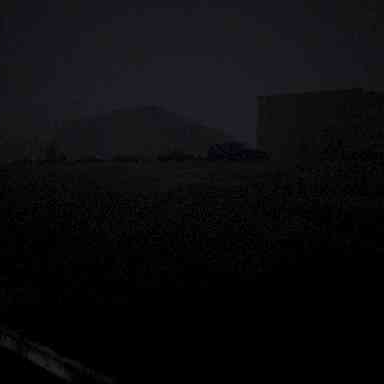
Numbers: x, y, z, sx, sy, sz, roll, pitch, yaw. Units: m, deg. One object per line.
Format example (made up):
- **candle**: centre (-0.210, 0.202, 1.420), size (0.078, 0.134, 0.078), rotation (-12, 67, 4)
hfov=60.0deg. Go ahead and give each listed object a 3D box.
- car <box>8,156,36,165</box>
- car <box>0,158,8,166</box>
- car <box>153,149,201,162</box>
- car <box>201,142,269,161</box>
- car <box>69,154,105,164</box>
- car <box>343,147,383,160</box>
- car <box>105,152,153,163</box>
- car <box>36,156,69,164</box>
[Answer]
- **car**: centre (-20.819, -3.850, 42.537), size (4.553, 1.767, 2.185), rotation (1, 1, 31)
- **car**: centre (-25.575, -3.833, 45.350), size (5.008, 1.535, 2.097), rotation (1, 1, 32)
- **car**: centre (-1.044, -3.391, 32.242), size (4.553, 1.767, 2.185), rotation (2, 1, 26)
- **car**: centre (4.058, -3.365, 29.906), size (5.566, 2.045, 2.435), rotation (2, 1, 25)
- **car**: centre (-10.960, -3.463, 37.136), size (4.674, 1.452, 2.002), rotation (1, 1, 28)
- **car**: centre (14.242, -2.709, 25.668), size (4.674, 1.452, 2.002), rotation (2, 1, 22)
- **car**: centre (-6.126, -3.395, 34.681), size (4.892, 1.521, 2.231), rotation (1, 1, 27)
- **car**: centre (-15.825, -3.582, 39.740), size (4.792, 1.488, 2.163), rotation (1, 1, 29)
